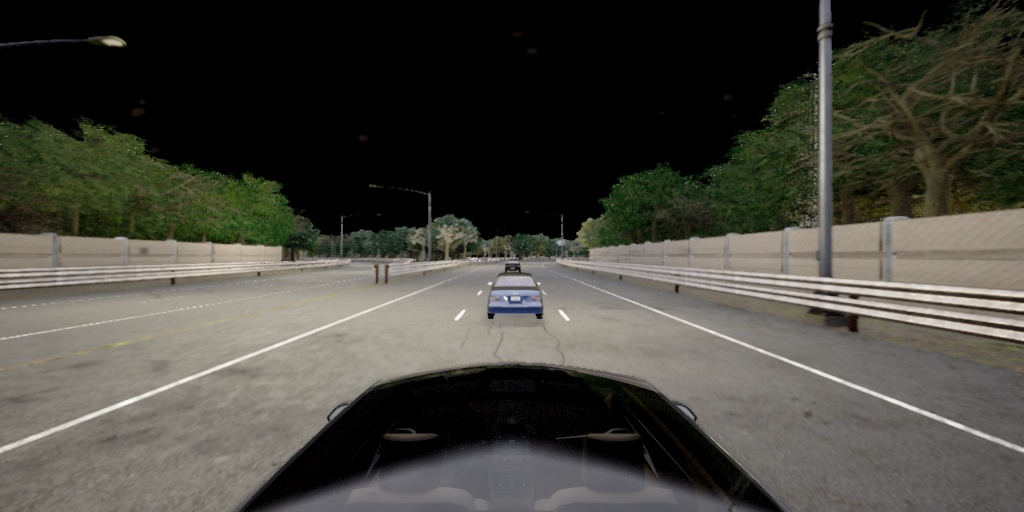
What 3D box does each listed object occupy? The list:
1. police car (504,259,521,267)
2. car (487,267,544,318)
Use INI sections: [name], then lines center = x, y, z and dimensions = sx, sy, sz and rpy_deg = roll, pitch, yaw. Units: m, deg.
[police car]
center = 0.105, 1.184, 43.896
dimensions = 1.930, 1.638, 5.238
rpy_deg = 0, 0, 0
[car]
center = 0.101, 1.298, 13.023
dimensions = 2.033, 1.411, 5.357
rpy_deg = 0, 0, 0
